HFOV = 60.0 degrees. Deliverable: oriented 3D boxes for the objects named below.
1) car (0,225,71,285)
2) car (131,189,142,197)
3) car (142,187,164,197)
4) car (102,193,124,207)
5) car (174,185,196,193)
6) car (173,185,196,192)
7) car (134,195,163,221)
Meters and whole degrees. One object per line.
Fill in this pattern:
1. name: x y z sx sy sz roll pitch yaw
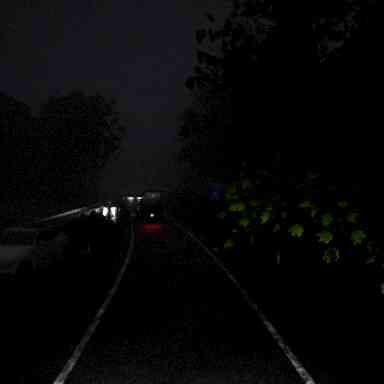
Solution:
1. car: -5.506 1.861 10.852 2.002 1.452 4.674 2 0 2
2. car: -10.016 0.149 61.025 1.812 1.442 4.674 0 2 -2
3. car: -5.050 0.394 44.984 2.150 2.045 5.566 0 2 -2
4. car: -9.288 0.867 39.499 2.128 1.511 4.902 0 2 -2
5. car: -1.974 -0.865 94.122 5.566 2.045 2.435 0 1 -24
6. car: -1.726 -0.839 91.204 5.566 2.045 2.435 0 0 -24
7. car: -3.389 1.329 26.031 1.837 1.490 4.892 0 2 -13
